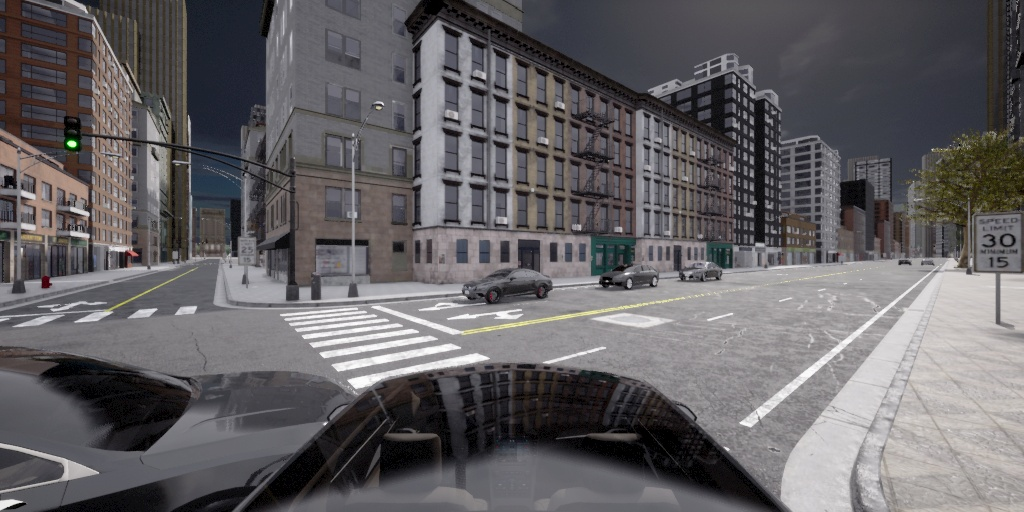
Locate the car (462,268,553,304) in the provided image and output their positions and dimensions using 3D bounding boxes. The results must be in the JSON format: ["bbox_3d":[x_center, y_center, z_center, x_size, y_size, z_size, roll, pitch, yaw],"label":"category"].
[{"bbox_3d":[-0.102,1.286,16.714,4.674,1.442,1.812,0,0,-39],"label":"car"}]

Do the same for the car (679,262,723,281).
[{"bbox_3d":[15.551,1.235,29.469,4.902,1.511,2.128,0,0,-39],"label":"car"}]

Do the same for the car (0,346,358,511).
[{"bbox_3d":[-3.228,1.257,1.730,4.892,1.490,1.837,0,0,-35],"label":"car"}]

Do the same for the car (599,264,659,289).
[{"bbox_3d":[7.566,1.257,22.968,4.892,1.490,1.837,0,0,-39],"label":"car"}]
